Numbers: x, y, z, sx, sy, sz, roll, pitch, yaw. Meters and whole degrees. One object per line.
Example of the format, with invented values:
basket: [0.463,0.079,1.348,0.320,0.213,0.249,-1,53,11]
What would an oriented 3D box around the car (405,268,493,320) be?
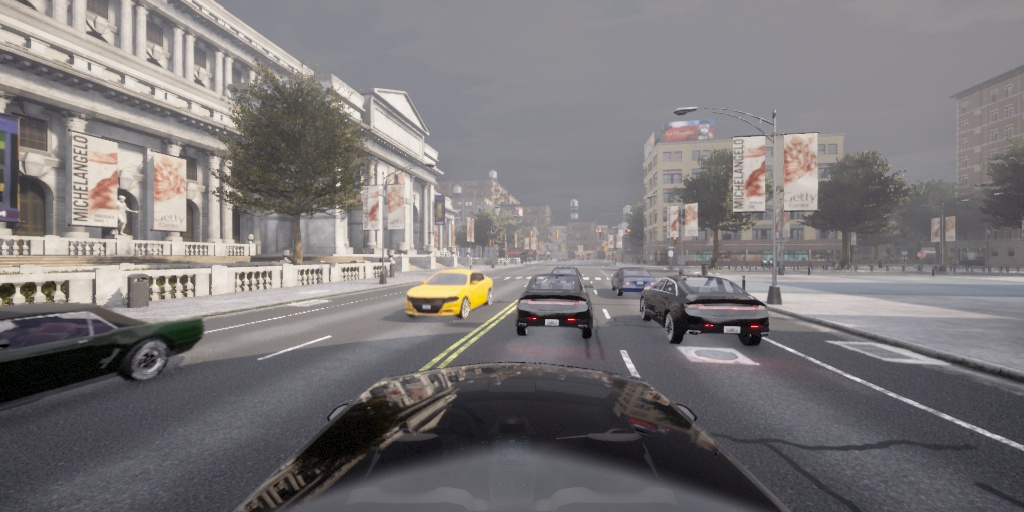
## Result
car: [-2.050,1.229,13.017,1.882,1.535,5.008,0,0,11]

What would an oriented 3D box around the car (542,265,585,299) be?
car: [2.939,1.300,19.722,2.033,1.411,5.357,0,0,11]

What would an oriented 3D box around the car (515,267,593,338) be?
car: [1.266,1.243,10.246,2.128,1.511,4.902,0,0,9]

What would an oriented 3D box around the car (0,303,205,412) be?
car: [-6.844,1.351,4.497,1.895,1.301,4.718,0,0,5]

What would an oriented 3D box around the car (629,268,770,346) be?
car: [4.702,1.243,9.472,2.128,1.511,4.902,0,0,9]

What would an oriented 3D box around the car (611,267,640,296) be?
car: [6.389,1.300,19.078,2.033,1.411,5.357,0,0,11]
